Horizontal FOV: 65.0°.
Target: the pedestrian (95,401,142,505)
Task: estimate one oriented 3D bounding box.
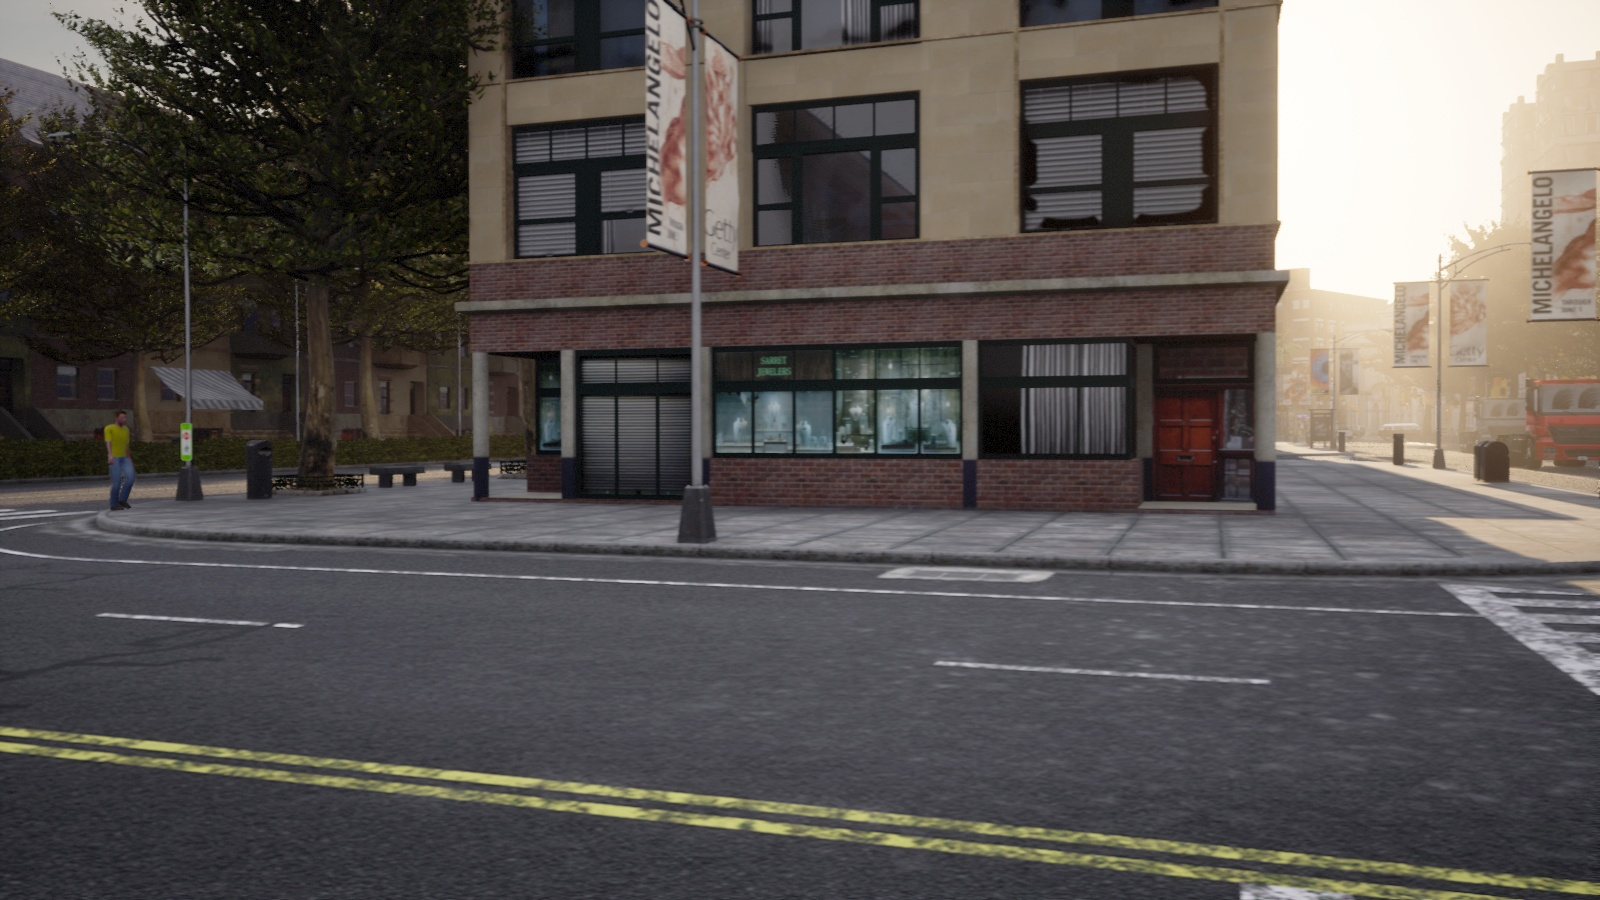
[{"bbox_3d":[-12.191,0.055,22.472,0.706,1.836,0.354,1,1,21],"label":"pedestrian"}]

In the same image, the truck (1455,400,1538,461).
[{"bbox_3d":[42.040,-1.197,76.042,2.891,3.462,7.936,1,1,18],"label":"truck"}]

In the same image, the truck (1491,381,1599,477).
[{"bbox_3d":[29.305,-0.811,48.797,2.891,3.462,7.936,1,1,18],"label":"truck"}]
